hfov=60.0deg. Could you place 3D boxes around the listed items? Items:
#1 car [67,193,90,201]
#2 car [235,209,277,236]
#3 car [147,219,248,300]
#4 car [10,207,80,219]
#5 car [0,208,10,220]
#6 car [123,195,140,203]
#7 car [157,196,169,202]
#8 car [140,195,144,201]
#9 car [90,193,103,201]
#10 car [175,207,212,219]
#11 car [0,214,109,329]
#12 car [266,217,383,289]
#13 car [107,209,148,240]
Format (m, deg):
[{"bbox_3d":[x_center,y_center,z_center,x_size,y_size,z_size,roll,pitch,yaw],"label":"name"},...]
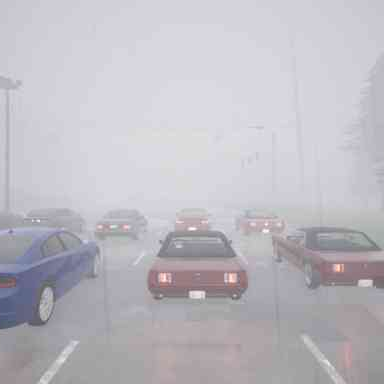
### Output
[{"bbox_3d":[-28.420,1.225,83.343,2.150,2.045,5.566,0,0,-44],"label":"car"},{"bbox_3d":[3.544,1.601,18.295,1.895,1.301,4.718,0,0,-1],"label":"car"},{"bbox_3d":[0.093,1.601,8.335,1.895,1.301,4.718,0,0,0],"label":"car"},{"bbox_3d":[-6.933,1.505,16.935,1.837,1.490,4.892,0,0,0],"label":"car"},{"bbox_3d":[-10.434,1.492,16.919,2.128,1.511,4.902,0,0,0],"label":"car"},{"bbox_3d":[-13.398,1.542,71.627,2.033,1.411,5.357,0,0,-23],"label":"car"},{"bbox_3d":[-6.234,1.524,72.508,1.812,1.442,4.674,0,0,-20],"label":"car"},{"bbox_3d":[-12.950,1.500,79.457,1.837,1.490,4.892,0,0,-27],"label":"car"},{"bbox_3d":[-26.099,1.225,85.989,2.150,2.045,5.566,0,0,-44],"label":"car"},{"bbox_3d":[0.055,1.526,17.438,1.812,1.442,4.674,0,0,1],"label":"car"},{"bbox_3d":[-3.406,1.478,7.077,1.882,1.535,5.008,0,0,0],"label":"car"},{"bbox_3d":[3.593,1.601,9.127,1.895,1.301,4.718,0,0,0],"label":"car"},{"bbox_3d":[-3.427,1.547,16.888,2.033,1.411,5.357,0,0,0],"label":"car"}]
